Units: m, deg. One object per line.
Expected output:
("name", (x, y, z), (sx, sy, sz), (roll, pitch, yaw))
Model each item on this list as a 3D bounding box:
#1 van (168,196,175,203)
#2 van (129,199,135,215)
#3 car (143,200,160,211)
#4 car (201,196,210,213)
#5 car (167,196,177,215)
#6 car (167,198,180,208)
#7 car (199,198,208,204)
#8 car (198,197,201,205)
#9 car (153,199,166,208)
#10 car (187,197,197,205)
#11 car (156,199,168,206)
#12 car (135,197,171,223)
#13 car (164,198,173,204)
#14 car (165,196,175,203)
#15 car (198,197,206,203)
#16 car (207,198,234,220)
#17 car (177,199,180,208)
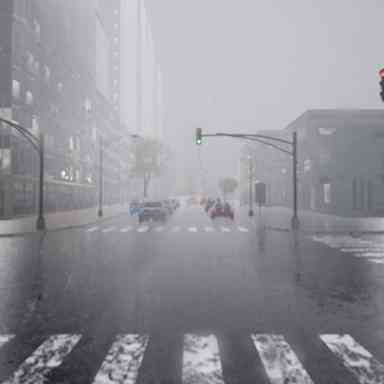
("van", (-5.762, 1.986, 92.903), (1.690, 1.788, 3.998), (1, 0, 0))
("van", (-5.707, 1.595, 36.164), (1.690, 1.788, 3.998), (1, 0, 0))
("car", (-5.721, 1.856, 47.341), (1.752, 1.417, 4.829), (1, 0, 0))
("car", (2.668, 1.608, 41.885), (2.192, 1.841, 5.009), (1, 0, 0))
("car", (-3.132, 1.608, 36.565), (2.097, 1.767, 4.553), (0, 0, 0))
("car", (-3.115, 1.872, 56.555), (1.882, 1.535, 5.008), (0, 0, 1))
("car", (2.630, 2.094, 75.927), (1.947, 1.339, 4.313), (1, 0, 0))
("car", (2.646, 1.765, 64.581), (2.192, 1.841, 5.009), (1, 0, 0))
("car", (-5.733, 1.992, 58.858), (1.802, 1.307, 4.206), (1, 0, 0))
("car", (0.034, 1.833, 69.113), (2.097, 1.767, 4.553), (0, 0, 0))
("car", (-5.739, 2.015, 64.532), (1.947, 1.339, 4.313), (1, 0, 0))
("car", (-3.126, 1.547, 27.653), (2.097, 1.767, 4.553), (0, 0, 0))
("car", (-5.755, 2.117, 81.553), (2.008, 1.369, 4.403), (1, 0, 0))
("car", (-5.756, 1.921, 87.229), (2.192, 1.841, 5.009), (1, 0, 0))
("car", (2.621, 2.046, 87.275), (1.967, 1.590, 4.097), (1, 0, 0))
("car", (2.676, 1.655, 30.536), (1.967, 1.590, 4.097), (1, 0, 0))
("car", (-3.134, 1.816, 46.451), (2.128, 1.511, 4.902), (0, 0, 0))
